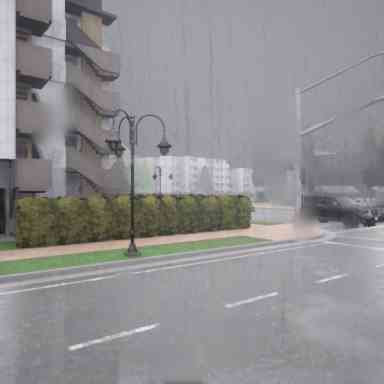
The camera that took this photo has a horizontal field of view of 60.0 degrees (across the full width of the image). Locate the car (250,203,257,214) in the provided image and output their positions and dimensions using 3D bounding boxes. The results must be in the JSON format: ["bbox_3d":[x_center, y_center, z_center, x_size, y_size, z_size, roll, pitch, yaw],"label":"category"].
[{"bbox_3d":[4.547,1.349,34.626,2.097,1.767,4.553,0,0,-36],"label":"car"}]

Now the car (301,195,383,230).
[{"bbox_3d":[9.395,1.220,21.863,2.150,2.045,5.566,0,0,-31],"label":"car"}]
